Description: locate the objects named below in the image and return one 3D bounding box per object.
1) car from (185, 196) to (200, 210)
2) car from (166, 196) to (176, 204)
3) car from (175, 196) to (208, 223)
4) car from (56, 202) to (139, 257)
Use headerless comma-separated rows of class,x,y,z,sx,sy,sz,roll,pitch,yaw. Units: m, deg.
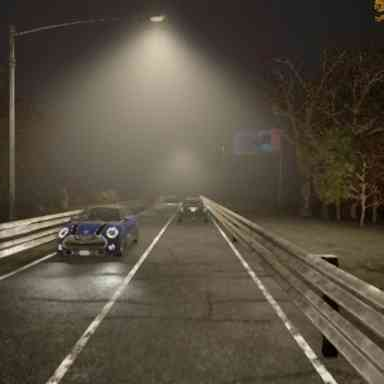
car,0.062,1.315,41.148,1.837,1.490,4.892,0,0,0
car,-3.311,1.314,57.904,1.994,1.385,4.181,0,0,0
car,0.083,1.238,24.687,2.097,1.767,4.553,0,0,0
car,-3.355,1.294,12.597,2.097,1.767,4.553,0,0,0
